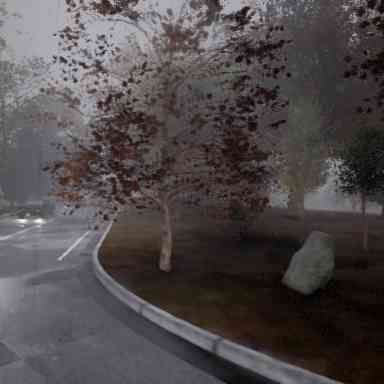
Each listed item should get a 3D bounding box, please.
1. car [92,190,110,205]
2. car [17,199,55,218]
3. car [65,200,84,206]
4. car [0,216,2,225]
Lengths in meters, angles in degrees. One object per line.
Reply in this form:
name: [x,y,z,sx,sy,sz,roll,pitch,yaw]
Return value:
car: [-12.782,0.786,47.041,2.150,2.045,5.566,0,0,-10]
car: [-12.909,1.326,27.894,2.033,1.411,5.357,0,1,-10]
car: [-16.228,1.033,46.172,1.882,1.535,5.008,0,0,-10]
car: [-10.605,1.506,15.208,1.895,1.301,4.718,0,0,-9]
